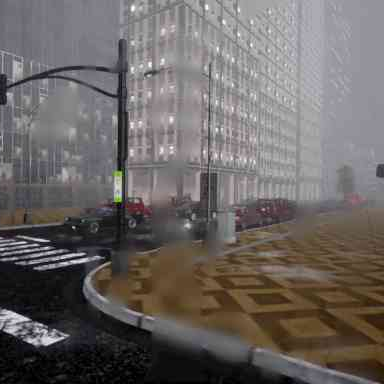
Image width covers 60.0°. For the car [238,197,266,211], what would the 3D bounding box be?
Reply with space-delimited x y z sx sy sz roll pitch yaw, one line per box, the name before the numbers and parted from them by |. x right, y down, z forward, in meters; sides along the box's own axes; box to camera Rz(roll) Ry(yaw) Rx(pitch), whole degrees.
car | 7.692 1.431 42.270 1.967 1.590 4.097 1 0 35

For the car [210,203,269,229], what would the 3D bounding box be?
car | 3.256 1.668 22.015 1.802 1.307 4.206 1 0 35

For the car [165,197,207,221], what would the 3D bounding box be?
car | 0.310 1.485 27.447 1.882 1.535 5.008 1 1 35

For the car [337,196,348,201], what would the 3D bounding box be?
car | 39.461 1.624 87.091 1.947 1.339 4.313 1 1 35

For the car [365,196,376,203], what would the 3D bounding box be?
car | 39.505 1.598 73.504 1.967 1.590 4.097 1 1 35

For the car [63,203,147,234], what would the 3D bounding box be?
car | -5.132 1.595 19.724 1.895 1.301 4.718 1 1 35

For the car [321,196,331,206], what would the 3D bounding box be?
car | 23.101 1.659 54.576 1.994 1.385 4.181 1 1 35

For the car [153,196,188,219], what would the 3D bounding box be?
car | -1.810 1.283 28.942 2.192 1.841 5.009 1 0 35

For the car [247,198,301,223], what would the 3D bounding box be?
car | 6.745 1.409 26.944 2.192 1.841 5.009 1 0 35

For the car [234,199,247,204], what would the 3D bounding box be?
car | 5.771 1.511 35.162 2.128 1.511 4.902 1 1 35

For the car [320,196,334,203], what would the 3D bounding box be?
car | 29.867 1.617 73.524 1.802 1.307 4.206 1 1 35

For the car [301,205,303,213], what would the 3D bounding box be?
car | 10.952 1.634 37.393 1.994 1.385 4.181 1 1 35

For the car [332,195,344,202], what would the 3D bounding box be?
car | 36.175 1.571 82.444 1.752 1.417 4.829 1 1 35

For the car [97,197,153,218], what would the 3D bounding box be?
car | -5.465 1.275 23.772 2.192 1.841 5.009 1 0 35

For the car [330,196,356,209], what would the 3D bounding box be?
car | 21.394 1.656 47.096 1.812 1.442 4.674 1 1 35

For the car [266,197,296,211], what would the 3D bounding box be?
car | 11.719 1.525 43.502 2.128 1.511 4.902 1 1 36

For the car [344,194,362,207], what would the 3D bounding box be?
car | 25.422 1.366 52.858 2.150 2.045 5.566 1 1 35
